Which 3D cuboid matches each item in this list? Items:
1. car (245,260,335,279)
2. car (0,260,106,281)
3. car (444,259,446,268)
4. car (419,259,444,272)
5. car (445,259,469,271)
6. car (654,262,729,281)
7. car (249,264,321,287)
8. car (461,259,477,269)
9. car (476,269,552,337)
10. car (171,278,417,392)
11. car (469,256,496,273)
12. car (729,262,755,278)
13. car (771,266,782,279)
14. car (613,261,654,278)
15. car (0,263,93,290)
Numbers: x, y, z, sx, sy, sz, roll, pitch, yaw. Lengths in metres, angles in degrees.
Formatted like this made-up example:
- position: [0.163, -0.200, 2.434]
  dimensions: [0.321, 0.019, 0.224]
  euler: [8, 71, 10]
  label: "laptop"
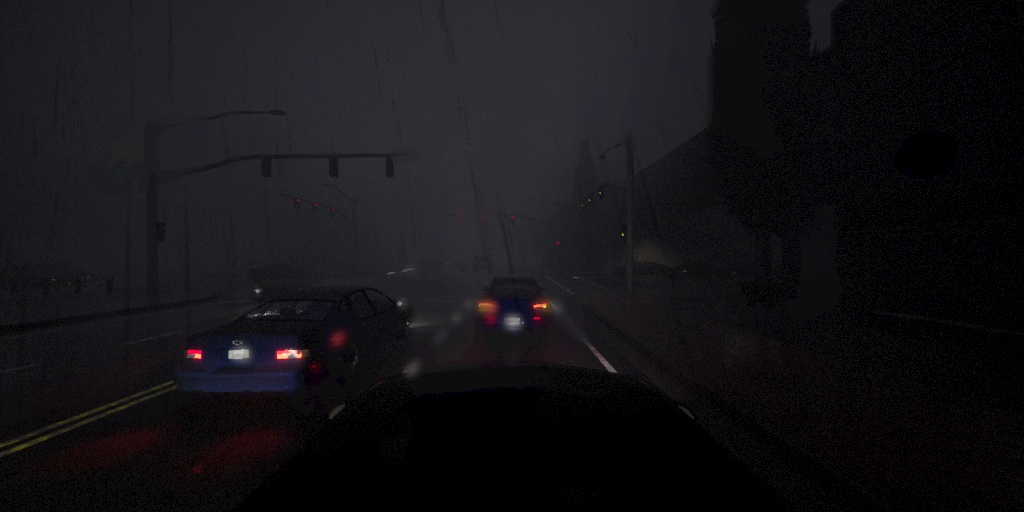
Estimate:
- position: [-15.722, 1.227, 25.385]
  dimensions: [5.008, 1.535, 1.882]
  euler: [0, 0, -1]
  label: "car"
- position: [-32.320, 1.254, 25.261]
  dimensions: [4.892, 1.490, 1.837]
  euler: [0, 0, 0]
  label: "car"
- position: [-10.617, 1.255, 56.572]
  dimensions: [1.837, 1.490, 4.892]
  euler: [0, 0, 1]
  label: "car"
- position: [-10.803, 1.228, 47.233]
  dimensions: [1.882, 1.535, 5.008]
  euler: [0, 0, 1]
  label: "car"
- position: [-7.270, 1.241, 49.284]
  dimensions: [2.128, 1.511, 4.902]
  euler: [0, 0, 1]
  label: "car"
- position: [14.827, 1.255, 29.836]
  dimensions: [4.892, 1.490, 1.837]
  euler: [0, 0, 0]
  label: "car"
- position: [-10.478, 1.297, 16.858]
  dimensions: [2.033, 1.411, 5.357]
  euler: [0, 0, -24]
  label: "car"
- position: [-7.061, 1.228, 58.826]
  dimensions: [1.882, 1.535, 5.008]
  euler: [0, 0, 2]
  label: "car"
- position: [0.058, 1.276, 10.161]
  dimensions: [1.812, 1.442, 4.674]
  euler: [0, 0, 0]
  label: "car"
- position: [-3.449, 1.297, 7.060]
  dimensions: [2.033, 1.411, 5.357]
  euler: [0, 0, 0]
  label: "car"
- position: [-3.601, 0.971, 44.758]
  dimensions: [2.150, 2.045, 5.566]
  euler: [0, 0, 0]
  label: "car"
- position: [21.633, 1.297, 33.322]
  dimensions: [5.357, 1.411, 2.033]
  euler: [0, 0, 0]
  label: "car"
- position: [24.033, 1.102, 29.816]
  dimensions: [4.553, 1.767, 2.097]
  euler: [0, 0, 0]
  label: "car"
- position: [11.895, 1.241, 33.342]
  dimensions: [4.902, 1.511, 2.128]
  euler: [0, 0, 0]
  label: "car"
- position: [-29.507, 1.297, 21.774]
  dimensions: [5.357, 1.411, 2.033]
  euler: [0, 0, 0]
  label: "car"
